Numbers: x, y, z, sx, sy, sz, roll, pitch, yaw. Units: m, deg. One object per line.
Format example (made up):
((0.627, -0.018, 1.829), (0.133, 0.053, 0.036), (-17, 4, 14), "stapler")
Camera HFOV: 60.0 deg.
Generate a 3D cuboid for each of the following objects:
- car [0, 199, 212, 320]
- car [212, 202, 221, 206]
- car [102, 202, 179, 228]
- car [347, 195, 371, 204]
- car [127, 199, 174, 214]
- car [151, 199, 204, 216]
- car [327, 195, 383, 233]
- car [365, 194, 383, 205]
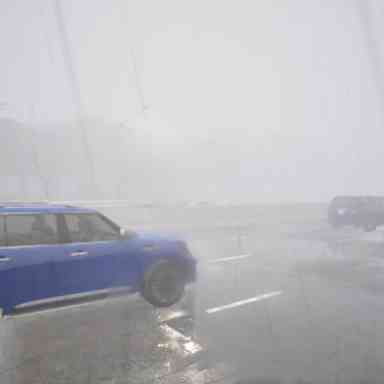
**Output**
((-2.526, 1.219, 6.243), (5.566, 2.045, 2.150), (0, 0, -35), "car")
((0.644, 1.509, 30.201), (4.674, 1.442, 1.812), (0, 0, -35), "car")
((-3.484, 1.494, 22.986), (4.892, 1.490, 1.837), (0, 0, -35), "car")
((29.714, 1.271, 59.045), (4.674, 1.442, 1.812), (-1, 1, -35), "car")
((-4.347, 1.509, 35.242), (4.674, 1.442, 1.812), (0, 0, -35), "car")
((-1.363, 1.474, 33.067), (4.902, 1.511, 2.128), (0, 0, -35), "car")
((10.296, 1.206, 19.641), (5.566, 2.045, 2.150), (0, 0, -35), "car")
((31.508, 1.227, 56.045), (5.008, 1.535, 1.882), (-1, 1, -34), "car")
